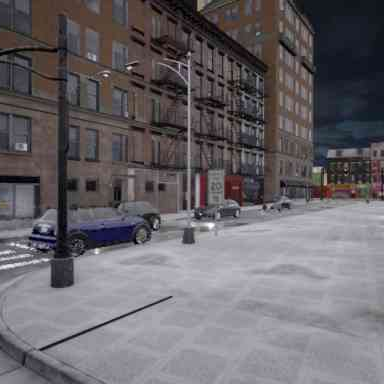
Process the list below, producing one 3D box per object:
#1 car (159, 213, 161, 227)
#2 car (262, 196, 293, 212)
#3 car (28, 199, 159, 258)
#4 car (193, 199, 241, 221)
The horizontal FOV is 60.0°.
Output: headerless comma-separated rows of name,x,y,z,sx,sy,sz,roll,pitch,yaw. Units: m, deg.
car,-3.727,1.218,17.331,2.097,1.767,4.553,0,1,37
car,9.049,1.205,35.036,2.128,1.511,4.902,0,1,36
car,-3.655,1.254,12.742,2.097,1.767,4.553,0,1,36
car,2.008,1.300,25.260,1.837,1.490,4.892,0,1,36
